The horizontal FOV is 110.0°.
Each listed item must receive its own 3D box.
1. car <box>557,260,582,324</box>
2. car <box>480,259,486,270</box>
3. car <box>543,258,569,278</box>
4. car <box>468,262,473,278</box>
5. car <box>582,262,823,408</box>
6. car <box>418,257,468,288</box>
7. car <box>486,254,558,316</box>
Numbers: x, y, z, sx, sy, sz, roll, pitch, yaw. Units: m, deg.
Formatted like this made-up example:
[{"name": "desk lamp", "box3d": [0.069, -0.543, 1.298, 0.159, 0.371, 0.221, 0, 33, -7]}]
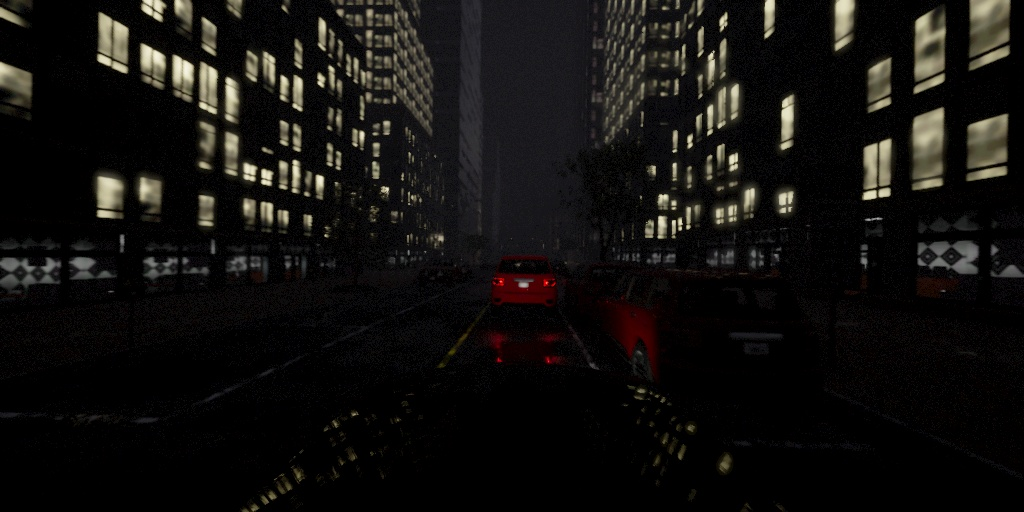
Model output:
[{"name": "car", "box3d": [2.912, 1.108, 11.911, 2.192, 1.841, 5.009, 0, 0, 2]}, {"name": "car", "box3d": [-3.413, 1.106, 51.105, 1.967, 1.591, 4.097, 0, 0, 2]}, {"name": "car", "box3d": [4.282, 1.158, 35.469, 2.097, 1.767, 4.553, 1, 0, 2]}, {"name": "car", "box3d": [-4.306, 1.099, 28.888, 1.967, 1.591, 4.097, 0, 0, 2]}, {"name": "car", "box3d": [2.785, 1.109, 6.355, 2.192, 1.841, 5.009, 0, 0, 2]}, {"name": "car", "box3d": [-4.529, 0.972, 23.334, 2.192, 1.841, 5.009, 0, 0, 2]}, {"name": "car", "box3d": [0.482, 0.971, 13.543, 2.150, 2.045, 5.566, 1, 0, 3]}]
